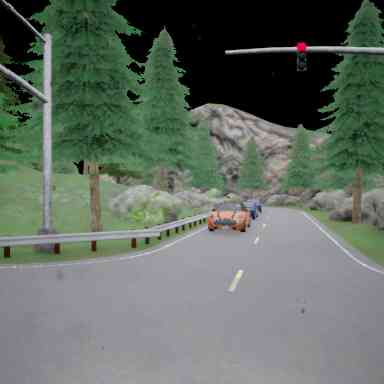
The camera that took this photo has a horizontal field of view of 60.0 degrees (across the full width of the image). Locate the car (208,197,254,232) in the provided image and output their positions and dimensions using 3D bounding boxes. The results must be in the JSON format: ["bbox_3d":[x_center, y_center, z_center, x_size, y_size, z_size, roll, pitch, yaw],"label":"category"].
[{"bbox_3d":[2.368,1.383,20.291,2.097,1.767,4.553,0,0,15],"label":"car"}]

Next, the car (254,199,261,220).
[{"bbox_3d":[4.734,1.522,29.116,1.882,1.535,5.008,0,0,15],"label":"car"}]
